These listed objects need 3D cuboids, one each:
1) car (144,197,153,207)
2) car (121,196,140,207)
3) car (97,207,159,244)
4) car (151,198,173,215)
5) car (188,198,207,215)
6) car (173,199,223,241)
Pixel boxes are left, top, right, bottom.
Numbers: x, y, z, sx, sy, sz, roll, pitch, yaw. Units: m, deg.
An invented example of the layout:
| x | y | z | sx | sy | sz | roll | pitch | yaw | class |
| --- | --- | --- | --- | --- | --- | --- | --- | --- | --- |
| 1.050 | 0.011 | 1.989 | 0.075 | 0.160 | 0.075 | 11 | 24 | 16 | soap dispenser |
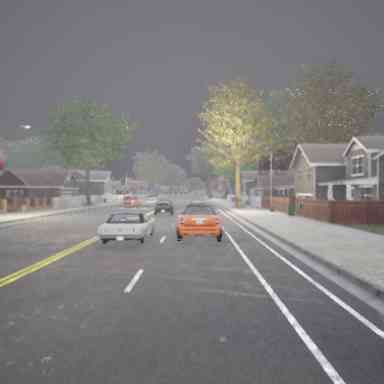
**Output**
| x | y | z | sx | sy | sz | roll | pitch | yaw | class |
| --- | --- | --- | --- | --- | --- | --- | --- | --- | --- |
| -5.910 | 1.545 | 49.154 | 1.812 | 1.442 | 4.674 | 0 | 0 | 1 | car |
| -9.155 | 1.369 | 49.483 | 2.097 | 1.767 | 4.553 | 0 | 0 | 1 | car |
| -2.904 | 1.600 | 15.788 | 1.895 | 1.301 | 4.718 | 0 | 0 | 1 | car |
| -2.703 | 1.513 | 33.715 | 1.837 | 1.490 | 4.892 | 0 | 0 | 1 | car |
| 0.563 | 1.489 | 35.203 | 1.882 | 1.535 | 5.008 | 0 | 0 | 1 | car |
| 0.359 | 1.354 | 16.882 | 2.097 | 1.767 | 4.553 | 0 | 0 | 1 | car |
